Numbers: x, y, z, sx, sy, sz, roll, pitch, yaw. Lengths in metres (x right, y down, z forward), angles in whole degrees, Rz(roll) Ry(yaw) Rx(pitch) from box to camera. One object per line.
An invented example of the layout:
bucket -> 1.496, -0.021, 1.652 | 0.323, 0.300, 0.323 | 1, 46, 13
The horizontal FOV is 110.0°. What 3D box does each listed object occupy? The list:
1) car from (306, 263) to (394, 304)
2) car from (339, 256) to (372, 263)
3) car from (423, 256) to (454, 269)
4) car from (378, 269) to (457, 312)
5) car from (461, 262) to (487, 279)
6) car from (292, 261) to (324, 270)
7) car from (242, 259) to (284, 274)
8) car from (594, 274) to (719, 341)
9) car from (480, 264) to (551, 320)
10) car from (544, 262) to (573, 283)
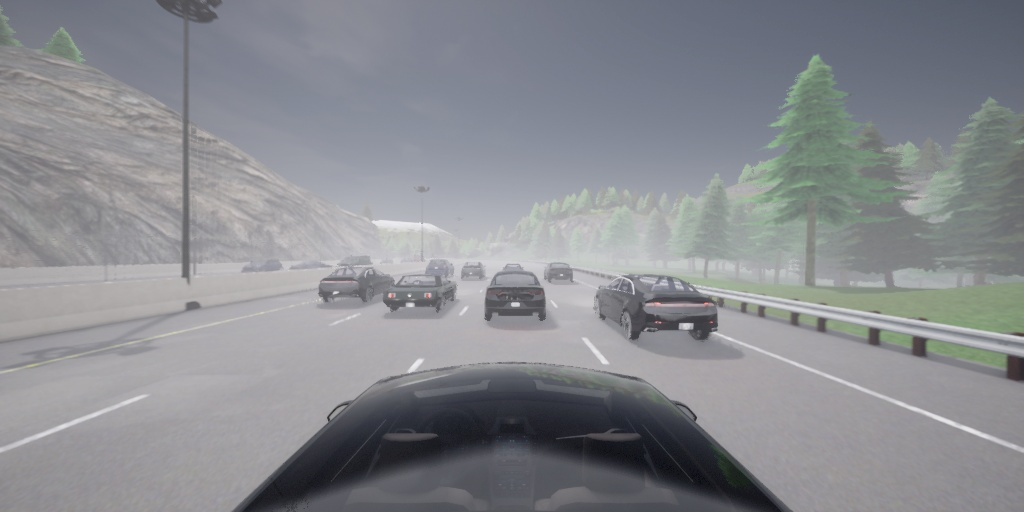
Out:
car -> -6.900, 1.242, 16.466 | 2.128, 1.511, 4.902 | 0, 0, 0
car -> -17.593, 0.971, 40.144 | 2.150, 2.045, 5.566 | 0, 0, 0
car -> -6.900, 1.102, 34.732 | 2.097, 1.767, 4.553 | 0, 0, 0
car -> -3.400, 1.351, 14.223 | 1.895, 1.301, 4.718 | 0, 0, 0
car -> -3.401, 1.242, 32.130 | 2.128, 1.511, 4.902 | 0, 0, 0
car -> -21.089, 1.314, 38.538 | 1.994, 1.385, 4.181 | 0, 0, 0
car -> -28.084, 1.101, 40.510 | 2.097, 1.767, 4.553 | 0, 0, 0
car -> 3.600, 1.242, 9.833 | 2.128, 1.511, 4.902 | 0, 0, 0
car -> 0.100, 1.228, 12.678 | 1.882, 1.535, 5.008 | 0, 0, 0
car -> 3.599, 1.228, 28.423 | 1.882, 1.535, 5.008 | 0, 0, 0
